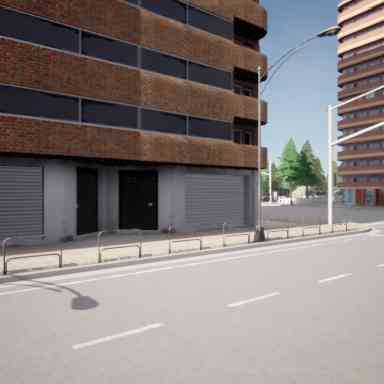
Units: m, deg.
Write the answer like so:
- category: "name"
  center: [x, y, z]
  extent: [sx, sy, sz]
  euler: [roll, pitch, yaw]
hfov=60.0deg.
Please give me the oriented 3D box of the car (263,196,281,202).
- category: "car"
  center: [16.954, 1.469, 69.608]
  extent: [4.674, 1.442, 1.812]
  euler: [0, 0, -35]
